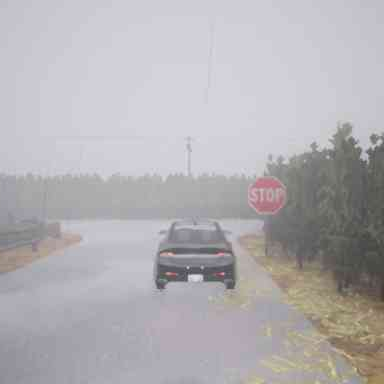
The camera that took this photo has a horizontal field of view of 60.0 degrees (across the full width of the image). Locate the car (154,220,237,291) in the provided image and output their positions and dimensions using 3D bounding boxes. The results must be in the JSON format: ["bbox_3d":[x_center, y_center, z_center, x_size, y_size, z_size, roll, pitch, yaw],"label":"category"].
[{"bbox_3d":[0.088,1.517,9.099,2.128,1.511,4.902,0,0,0],"label":"car"}]
